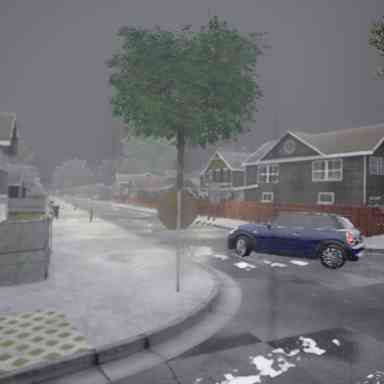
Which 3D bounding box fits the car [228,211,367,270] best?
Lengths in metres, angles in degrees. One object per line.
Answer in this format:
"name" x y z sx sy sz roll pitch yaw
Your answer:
"car" 3.546 1.455 11.776 4.553 1.767 2.097 1 -1 36
